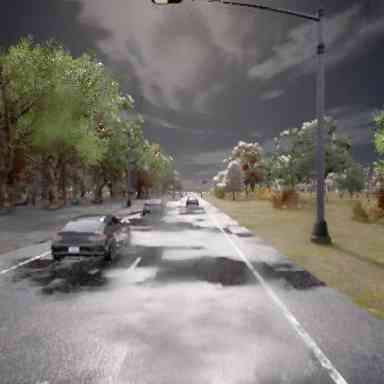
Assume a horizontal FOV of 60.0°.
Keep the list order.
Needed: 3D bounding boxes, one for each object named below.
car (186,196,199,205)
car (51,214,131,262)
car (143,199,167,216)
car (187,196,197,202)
[{"bbox_3d":[0.082,1.433,53.480,1.994,1.385,4.181,0,0,0],"label":"car"},{"bbox_3d":[-3.405,1.495,11.892,1.812,1.442,4.674,0,0,0],"label":"car"},{"bbox_3d":[-3.391,1.415,30.875,2.128,1.511,4.902,0,0,0],"label":"car"},{"bbox_3d":[-0.019,1.433,68.631,1.895,1.301,4.718,0,0,0],"label":"car"}]
